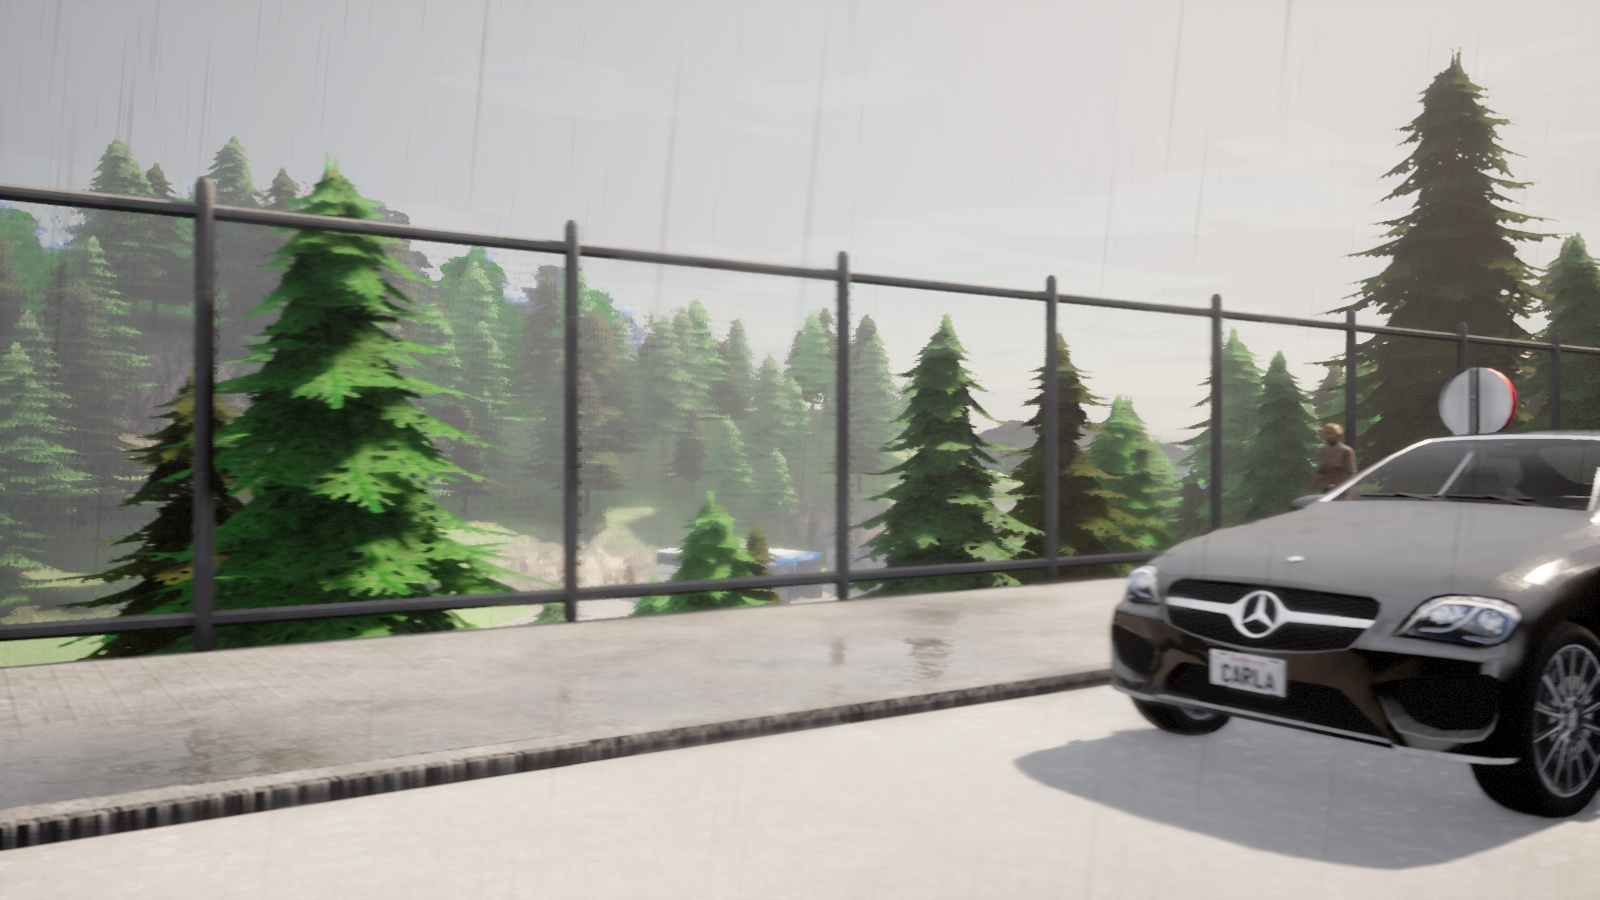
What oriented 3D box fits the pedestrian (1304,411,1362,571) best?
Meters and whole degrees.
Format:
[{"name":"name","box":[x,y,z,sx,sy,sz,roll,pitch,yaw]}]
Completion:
[{"name":"pedestrian","box":[6.291,0.477,14.827,0.634,1.846,0.331,0,0,-34]}]

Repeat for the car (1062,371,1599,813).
[{"name":"car","box":[4.036,0.532,6.990,5.027,1.651,2.152,0,0,-34]}]
